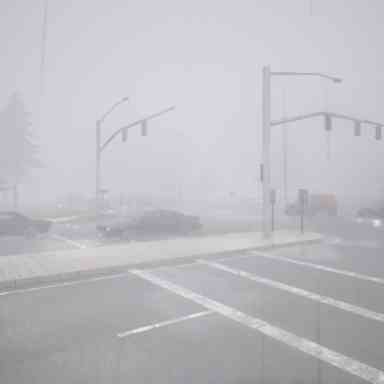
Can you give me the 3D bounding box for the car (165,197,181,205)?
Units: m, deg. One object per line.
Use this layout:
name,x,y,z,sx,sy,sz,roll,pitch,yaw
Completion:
car,-3.468,1.505,49.008,1.837,1.490,4.892,0,0,-35

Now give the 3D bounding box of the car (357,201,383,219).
car,16.614,1.525,29.515,4.674,1.442,1.812,0,0,-35

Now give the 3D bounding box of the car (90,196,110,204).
car,-17.345,1.491,62.794,2.128,1.511,4.902,0,0,-35

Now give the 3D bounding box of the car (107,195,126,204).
car,-14.795,1.478,65.282,1.882,1.535,5.008,0,0,-34

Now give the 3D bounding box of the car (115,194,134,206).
car,-11.491,1.505,54.371,1.837,1.490,4.892,0,0,-35

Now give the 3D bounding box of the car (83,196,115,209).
car,-12.049,1.505,42.956,1.837,1.490,4.892,0,0,-35

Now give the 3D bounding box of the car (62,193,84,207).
car,-17.713,1.221,51.032,2.150,2.045,5.566,0,0,-35

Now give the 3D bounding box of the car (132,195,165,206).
car,-6.250,1.505,46.880,1.837,1.490,4.892,0,0,-35

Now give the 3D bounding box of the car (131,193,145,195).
car,-9.006,1.222,56.931,2.150,2.045,5.566,0,0,-35

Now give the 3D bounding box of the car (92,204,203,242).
car,-2.012,1.547,16.629,5.357,1.411,2.033,0,0,-35

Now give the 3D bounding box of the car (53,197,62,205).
car,-23.409,1.564,59.250,1.994,1.385,4.181,0,0,-34

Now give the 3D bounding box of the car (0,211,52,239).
car,-9.339,1.601,15.738,4.718,1.301,1.895,0,0,-35

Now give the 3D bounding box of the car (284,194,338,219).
car,10.716,1.223,29.692,5.566,2.045,2.150,0,0,-35
